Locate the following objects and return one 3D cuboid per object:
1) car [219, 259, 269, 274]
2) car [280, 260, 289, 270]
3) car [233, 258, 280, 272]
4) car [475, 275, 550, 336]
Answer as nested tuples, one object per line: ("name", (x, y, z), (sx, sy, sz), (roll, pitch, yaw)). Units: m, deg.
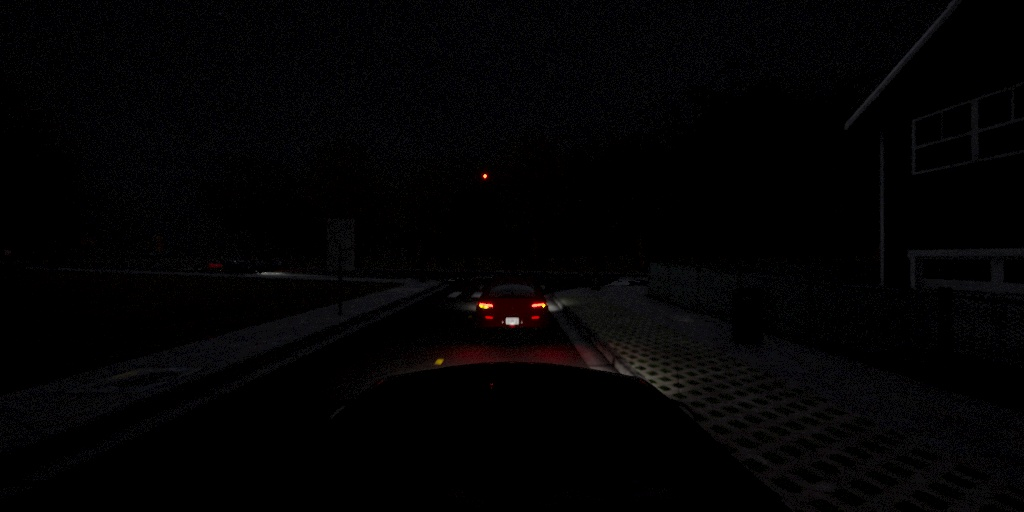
("car", (-29.702, 1.328, 39.729), (4.718, 1.301, 1.895), (0, 0, 23))
("car", (-34.827, 1.279, 52.713), (4.674, 1.442, 1.812), (0, 0, 24))
("car", (-31.547, 1.285, 44.074), (5.357, 1.411, 2.033), (0, 0, 24))
("car", (0.010, 1.268, 10.211), (1.812, 1.442, 4.674), (0, 0, 0))
